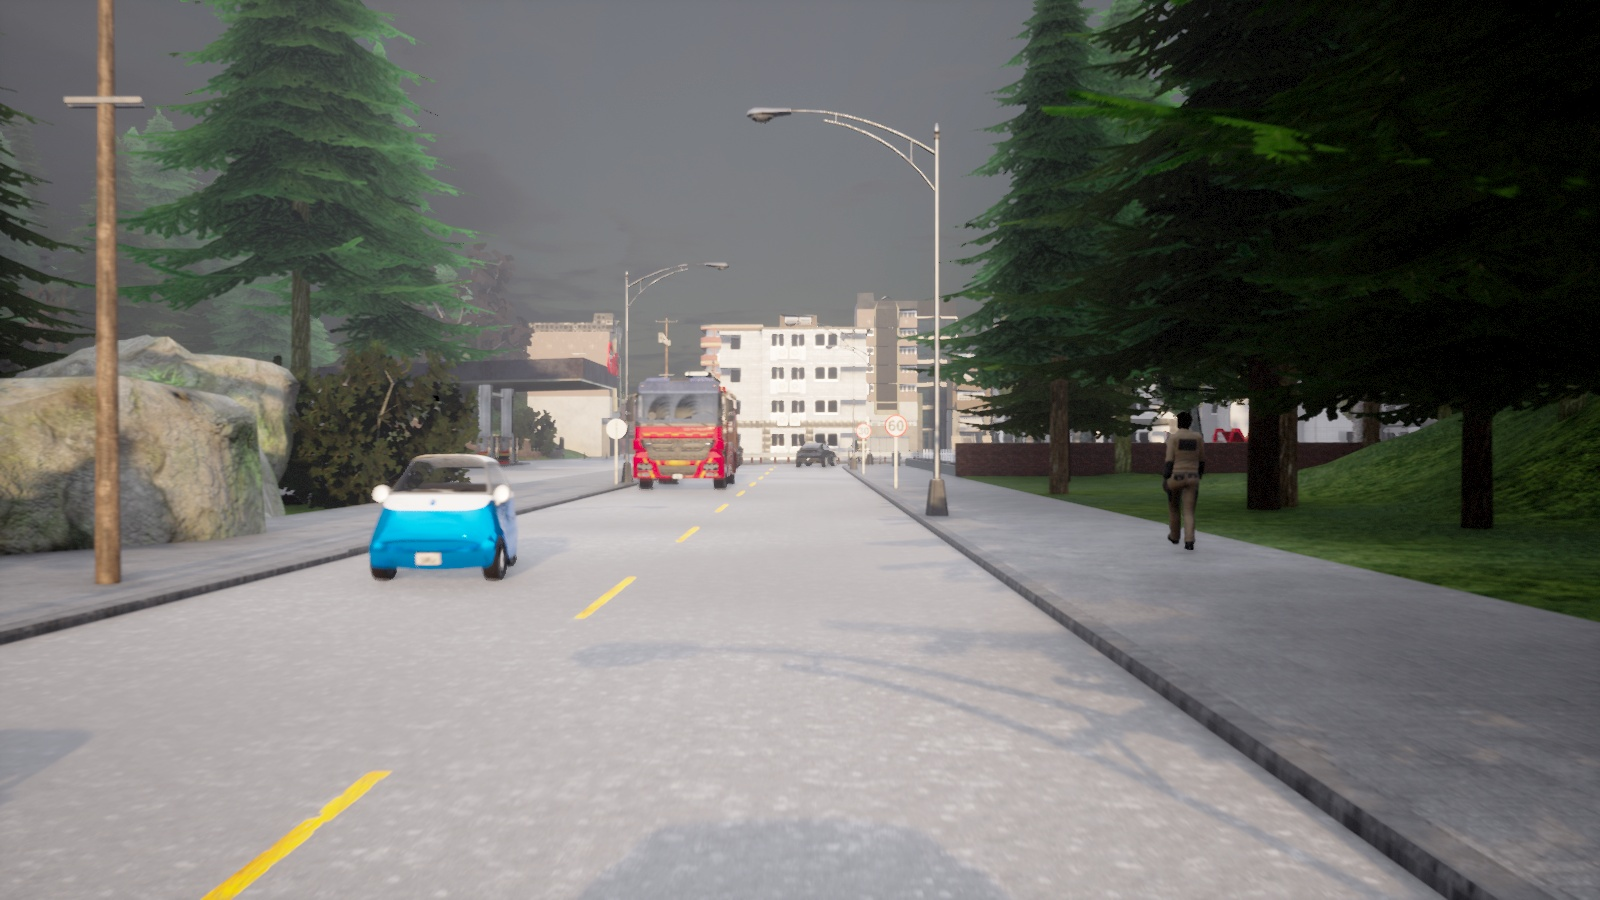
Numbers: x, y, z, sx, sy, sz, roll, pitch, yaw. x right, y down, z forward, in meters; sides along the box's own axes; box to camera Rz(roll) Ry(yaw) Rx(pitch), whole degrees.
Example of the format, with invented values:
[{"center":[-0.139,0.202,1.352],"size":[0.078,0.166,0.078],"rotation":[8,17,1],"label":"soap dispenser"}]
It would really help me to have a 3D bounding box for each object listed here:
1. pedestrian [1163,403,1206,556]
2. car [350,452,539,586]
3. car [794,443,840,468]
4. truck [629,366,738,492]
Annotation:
[{"center":[4.936,0.369,16.138],"size":[0.396,1.930,0.692],"rotation":[0,0,6],"label":"pedestrian"},{"center":[-3.904,0.718,14.076],"size":[1.481,1.376,2.207],"rotation":[0,0,0],"label":"car"},{"center":[1.075,0.311,78.409],"size":[1.837,1.490,4.892],"rotation":[0,0,13],"label":"car"},{"center":[-3.754,-0.660,42.426],"size":[2.891,3.827,8.468],"rotation":[0,0,0],"label":"truck"}]
